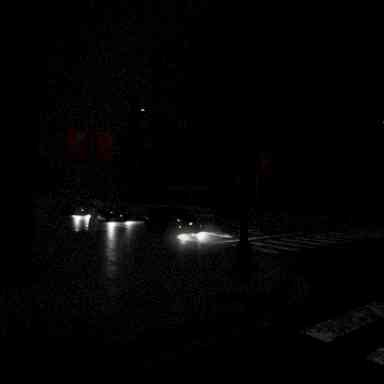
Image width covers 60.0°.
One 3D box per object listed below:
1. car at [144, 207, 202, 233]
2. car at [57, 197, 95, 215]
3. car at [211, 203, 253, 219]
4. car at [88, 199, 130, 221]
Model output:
[{"bbox_3d":[-1.236,1.619,20.324,1.994,1.385,4.181,0,0,-36],"label":"car"},{"bbox_3d":[-12.738,1.622,36.347,2.128,1.511,4.902,0,0,-35],"label":"car"},{"bbox_3d":[3.608,1.660,30.637,1.994,1.385,4.181,0,0,-36],"label":"car"},{"bbox_3d":[-6.972,1.619,28.311,1.812,1.442,4.674,0,0,-36],"label":"car"}]
